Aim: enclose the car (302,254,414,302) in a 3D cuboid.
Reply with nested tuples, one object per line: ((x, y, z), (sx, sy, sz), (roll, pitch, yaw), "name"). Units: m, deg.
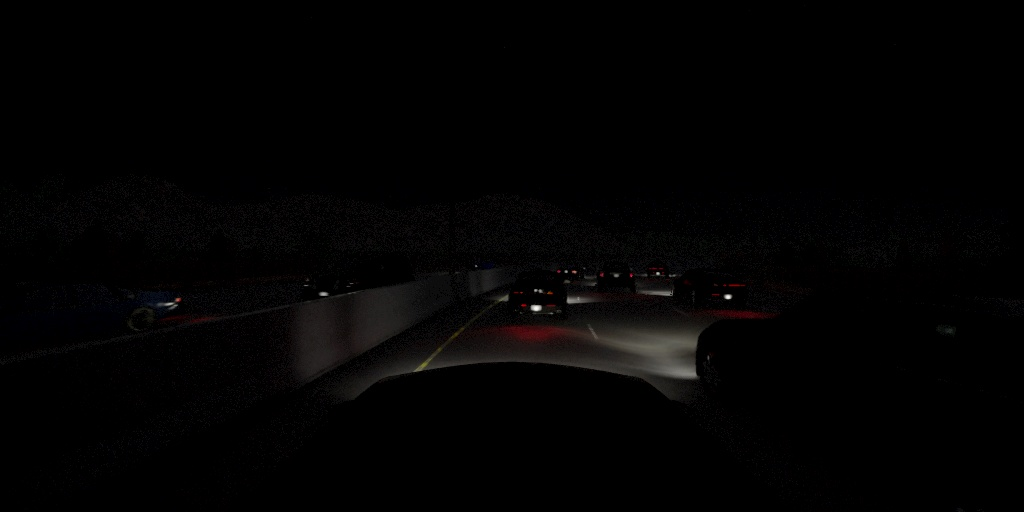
((-6.000, 0.934, 14.900), (2.150, 2.045, 5.566), (0, 0, 9), "car")

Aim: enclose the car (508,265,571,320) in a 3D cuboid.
((1.001, 1.250, 12.755), (1.837, 1.490, 4.892), (0, 0, 7), "car")

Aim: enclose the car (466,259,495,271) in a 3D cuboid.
((-4.010, 1.171, 45.945), (1.882, 1.535, 5.008), (0, 0, 25), "car")

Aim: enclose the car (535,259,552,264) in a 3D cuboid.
((5.287, 1.218, 55.897), (2.128, 1.511, 4.902), (0, 0, 32), "car")

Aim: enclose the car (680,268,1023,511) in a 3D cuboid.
((3.778, 1.117, 3.562), (2.097, 1.767, 4.553), (0, 0, 1), "car")

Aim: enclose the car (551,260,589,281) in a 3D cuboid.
((5.108, 1.295, 30.771), (2.033, 1.411, 5.357), (0, 0, 19), "car")

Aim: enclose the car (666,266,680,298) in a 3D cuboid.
((8.542, 1.280, 15.866), (1.837, 1.490, 4.892), (0, 0, 10), "car")

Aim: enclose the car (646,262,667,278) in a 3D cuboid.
((13.860, 1.287, 34.034), (1.837, 1.490, 4.892), (0, 0, 22), "car")

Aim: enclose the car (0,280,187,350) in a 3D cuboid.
((-10.285, 1.247, 7.740), (2.033, 1.411, 5.357), (0, 0, 4), "car")

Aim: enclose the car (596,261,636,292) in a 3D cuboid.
((6.274, 1.112, 21.947), (2.097, 1.767, 4.553), (0, 0, 13), "car")
